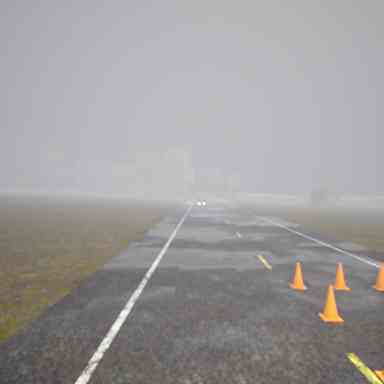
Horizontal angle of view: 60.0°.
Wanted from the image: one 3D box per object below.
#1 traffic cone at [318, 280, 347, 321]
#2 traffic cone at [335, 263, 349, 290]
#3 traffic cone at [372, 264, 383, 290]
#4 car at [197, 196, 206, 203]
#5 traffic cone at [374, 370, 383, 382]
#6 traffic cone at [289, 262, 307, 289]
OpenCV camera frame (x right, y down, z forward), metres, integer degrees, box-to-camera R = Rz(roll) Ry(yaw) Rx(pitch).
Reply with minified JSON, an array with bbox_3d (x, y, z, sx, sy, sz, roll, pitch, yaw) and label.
[{"bbox_3d":[2.525,1.997,6.058,0.340,0.580,0.340,1,0,1],"label":"traffic cone"},{"bbox_3d":[3.572,2.014,8.035,0.340,0.580,0.340,1,0,1],"label":"traffic cone"},{"bbox_3d":[4.572,2.029,8.011,0.340,0.580,0.340,1,0,1],"label":"traffic cone"},{"bbox_3d":[2.134,1.578,74.136,2.128,1.511,4.902,1,0,1],"label":"car"},{"bbox_3d":[2.478,1.995,4.059,0.340,0.580,0.340,1,0,1],"label":"traffic cone"},{"bbox_3d":[2.573,1.999,8.058,0.340,0.580,0.340,1,0,1],"label":"traffic cone"}]
